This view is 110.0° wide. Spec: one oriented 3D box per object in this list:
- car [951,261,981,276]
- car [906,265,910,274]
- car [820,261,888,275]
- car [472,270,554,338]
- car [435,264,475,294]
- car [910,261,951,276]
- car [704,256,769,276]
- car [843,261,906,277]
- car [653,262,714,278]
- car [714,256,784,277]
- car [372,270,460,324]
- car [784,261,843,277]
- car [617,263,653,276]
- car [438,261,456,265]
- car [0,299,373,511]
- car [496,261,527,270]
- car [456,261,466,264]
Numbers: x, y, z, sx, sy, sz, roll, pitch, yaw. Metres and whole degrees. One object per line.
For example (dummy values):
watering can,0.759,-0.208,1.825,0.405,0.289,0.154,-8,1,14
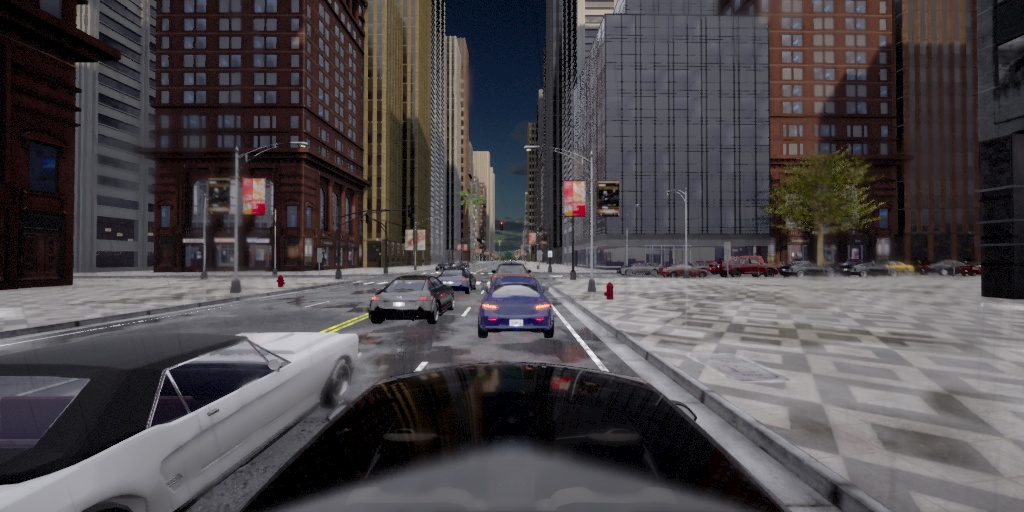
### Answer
car,43.462,1.212,32.577,4.507,1.381,1.888,0,0,-1
car,43.153,1.293,41.097,4.829,1.417,1.751,0,0,-1
car,36.395,1.298,38.217,5.357,1.411,2.033,0,-1,-1
car,0.093,1.284,10.062,1.812,1.442,4.674,0,0,0
car,-3.177,1.352,20.439,1.994,1.385,4.181,0,0,0
car,42.752,1.204,35.190,4.892,1.490,1.837,0,-1,-1
car,23.757,1.006,38.025,5.566,2.045,2.150,0,-1,-1
car,32.186,1.258,32.385,4.313,1.339,1.948,0,0,-1
car,15.273,1.325,32.099,4.207,1.307,1.802,0,0,-1
car,20.912,1.039,32.194,5.009,1.841,2.192,0,0,-1
car,-3.166,1.326,12.051,1.994,1.385,4.181,0,0,0
car,26.549,1.274,32.290,4.313,1.339,1.948,0,0,-1
car,13.233,1.383,37.841,4.181,1.385,1.994,0,-1,-1
car,-9.914,1.542,52.783,1.994,1.385,4.181,0,0,0
car,-3.156,1.351,3.228,1.895,1.301,4.718,0,0,0
car,-0.025,1.134,19.048,2.097,1.767,4.553,0,0,0
car,-9.905,1.542,63.068,2.128,1.511,4.902,0,0,0
